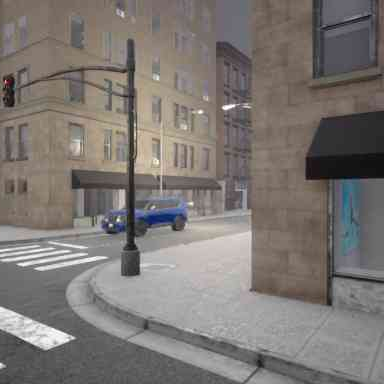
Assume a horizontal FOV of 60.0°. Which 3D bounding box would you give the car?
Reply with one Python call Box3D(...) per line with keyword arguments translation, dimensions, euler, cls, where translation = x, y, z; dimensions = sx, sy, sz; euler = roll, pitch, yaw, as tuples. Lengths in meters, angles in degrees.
Box3D(translation=(-2.468, 1.314, 18.908), dimensions=(2.150, 2.045, 5.566), euler=(0, 0, 35), cls="car")
